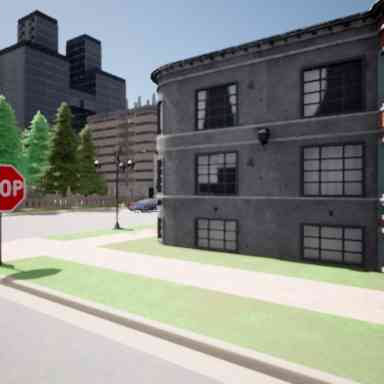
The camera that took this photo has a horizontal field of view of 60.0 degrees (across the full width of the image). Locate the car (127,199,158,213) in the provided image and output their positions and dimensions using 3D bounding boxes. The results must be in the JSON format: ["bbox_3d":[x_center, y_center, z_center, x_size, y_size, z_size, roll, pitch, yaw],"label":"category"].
[{"bbox_3d":[-4.871,1.504,36.688,1.812,1.442,4.674,0,0,34],"label":"car"}]

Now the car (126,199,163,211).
[{"bbox_3d":[-5.830,1.571,41.549,1.895,1.301,4.718,0,0,34],"label":"car"}]
